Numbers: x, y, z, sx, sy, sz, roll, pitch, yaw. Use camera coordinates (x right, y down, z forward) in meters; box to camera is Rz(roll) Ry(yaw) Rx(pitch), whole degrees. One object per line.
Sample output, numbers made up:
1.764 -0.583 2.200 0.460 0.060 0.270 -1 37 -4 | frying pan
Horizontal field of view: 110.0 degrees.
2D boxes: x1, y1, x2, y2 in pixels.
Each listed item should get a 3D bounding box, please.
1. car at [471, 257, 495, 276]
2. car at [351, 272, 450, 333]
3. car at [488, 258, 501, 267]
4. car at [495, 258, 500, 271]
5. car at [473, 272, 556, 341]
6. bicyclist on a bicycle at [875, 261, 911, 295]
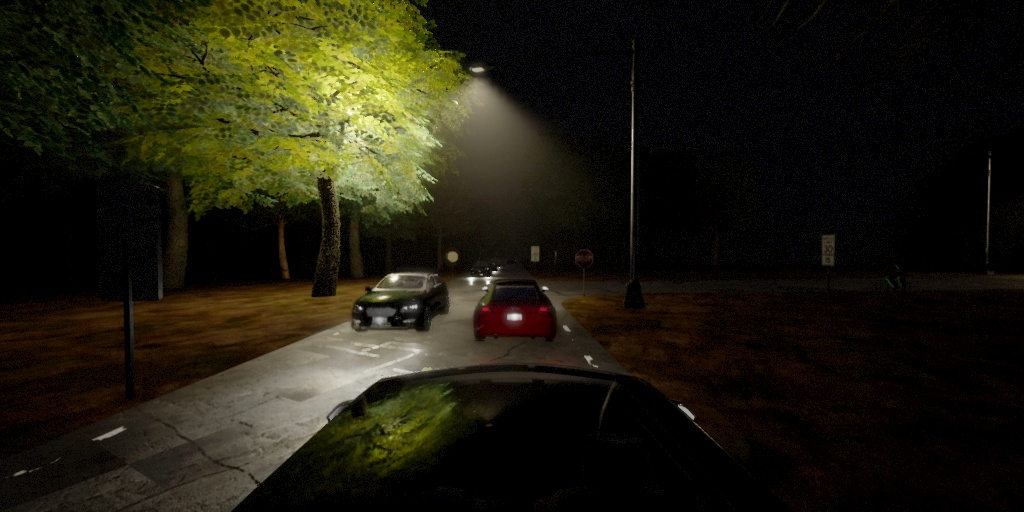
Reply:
-3.100 1.200 36.801 1.882 1.535 5.008 0 0 0 | car
-3.108 1.246 10.855 2.128 1.511 4.902 0 0 0 | car
-3.066 1.108 63.601 1.882 1.535 5.008 0 0 0 | car
-3.098 1.054 47.808 2.097 1.767 4.553 0 0 0 | car
0.087 1.318 9.938 1.994 1.385 4.181 0 0 1 | car
18.542 1.059 17.494 0.582 1.620 1.656 -1 0 0 | bicyclist on a bicycle
